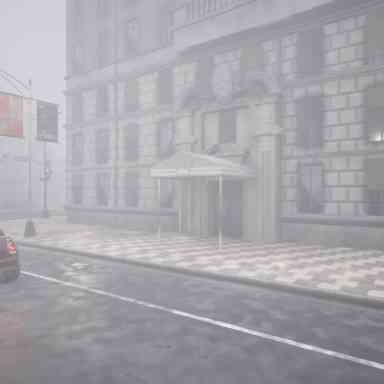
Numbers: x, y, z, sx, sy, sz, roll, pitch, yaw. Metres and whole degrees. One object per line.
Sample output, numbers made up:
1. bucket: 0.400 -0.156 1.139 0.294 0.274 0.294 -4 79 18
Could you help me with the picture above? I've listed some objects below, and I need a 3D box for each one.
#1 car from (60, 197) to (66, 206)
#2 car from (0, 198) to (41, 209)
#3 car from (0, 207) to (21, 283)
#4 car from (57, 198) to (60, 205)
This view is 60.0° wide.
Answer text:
1. car: -16.731 1.478 50.082 1.882 1.535 5.008 0 0 36
2. car: -21.838 1.564 42.930 1.994 1.385 4.181 0 0 35
3. car: -6.408 1.352 8.449 4.553 1.767 2.097 0 0 35
4. car: -18.728 1.221 53.303 2.150 2.045 5.566 0 0 36
